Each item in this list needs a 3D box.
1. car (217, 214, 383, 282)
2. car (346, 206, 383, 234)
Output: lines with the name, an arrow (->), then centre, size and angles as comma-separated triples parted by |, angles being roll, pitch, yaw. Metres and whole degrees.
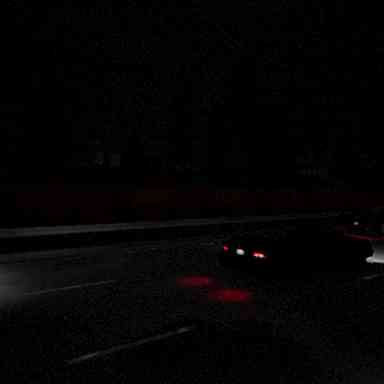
car -> 3.259, 1.584, 9.886 | 5.357, 1.411, 2.033 | 0, 0, -36
car -> 11.078, 1.588, 19.797 | 5.008, 1.535, 1.882 | 0, 0, -36
